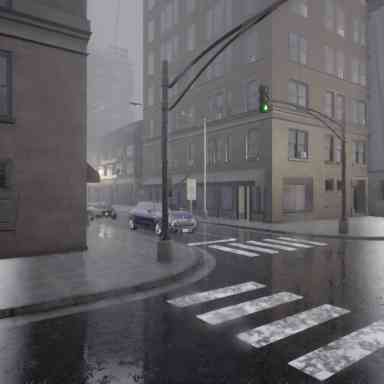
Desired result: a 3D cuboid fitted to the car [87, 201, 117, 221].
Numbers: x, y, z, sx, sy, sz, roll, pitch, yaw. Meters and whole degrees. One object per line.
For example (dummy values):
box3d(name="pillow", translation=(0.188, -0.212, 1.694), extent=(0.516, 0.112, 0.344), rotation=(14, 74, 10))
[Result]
box3d(name="car", translation=(-7.418, 1.428, 26.084), extent=(1.994, 1.385, 4.181), rotation=(0, 0, -35))

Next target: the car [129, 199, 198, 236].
box3d(name="car", translation=(-1.624, 1.269, 17.977), extent=(2.097, 1.767, 4.553), rotation=(0, 0, -36))
